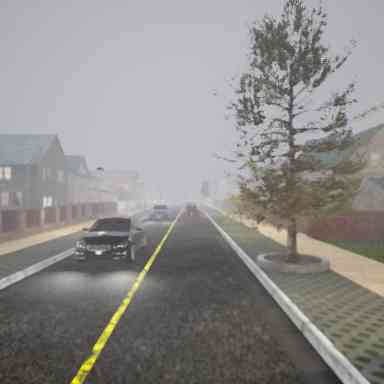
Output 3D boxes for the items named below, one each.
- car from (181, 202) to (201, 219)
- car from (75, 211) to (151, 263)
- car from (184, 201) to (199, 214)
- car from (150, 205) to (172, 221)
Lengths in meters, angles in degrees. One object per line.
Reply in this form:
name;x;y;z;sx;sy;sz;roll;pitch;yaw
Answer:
car;-0.069;1.981;34.226;1.812;1.442;4.674;0;-1;-1
car;-2.901;1.672;12.731;1.837;1.490;4.892;0;-1;0
car;-0.119;2.085;44.741;1.882;1.535;5.008;0;-1;0
car;-3.005;1.951;31.995;1.812;1.442;4.674;0;-1;0
